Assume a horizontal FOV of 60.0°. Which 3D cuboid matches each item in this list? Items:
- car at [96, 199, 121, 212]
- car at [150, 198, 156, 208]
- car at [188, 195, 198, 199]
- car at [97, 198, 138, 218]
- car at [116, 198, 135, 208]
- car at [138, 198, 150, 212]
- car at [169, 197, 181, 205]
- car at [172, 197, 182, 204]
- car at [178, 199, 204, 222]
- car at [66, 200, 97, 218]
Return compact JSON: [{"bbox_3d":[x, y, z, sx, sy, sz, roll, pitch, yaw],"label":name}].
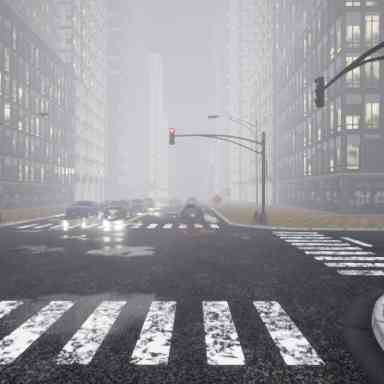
[{"bbox_3d":[-9.861,1.607,39.528,1.994,1.385,4.181,0,0,0],"label":"car"},{"bbox_3d":[-6.609,1.594,49.721,1.812,1.442,4.674,0,0,0],"label":"car"},{"bbox_3d":[0.084,1.569,57.171,1.882,1.535,5.008,0,-1,0],"label":"car"},{"bbox_3d":[-6.609,1.517,30.147,2.128,1.511,4.902,0,0,0],"label":"car"},{"bbox_3d":[-9.854,1.631,49.452,1.994,1.385,4.181,0,0,0],"label":"car"},{"bbox_3d":[-6.611,1.521,39.674,1.882,1.535,5.008,0,0,0],"label":"car"},{"bbox_3d":[-3.168,1.592,60.025,2.128,1.511,4.902,0,0,0],"label":"car"},{"bbox_3d":[-3.202,1.703,70.353,1.994,1.385,4.181,0,0,0],"label":"car"},{"bbox_3d":[0.012,1.545,26.641,1.812,1.442,4.674,0,0,-1],"label":"car"},{"bbox_3d":[-9.863,1.503,30.395,1.882,1.535,5.008,0,0,0],"label":"car"}]
